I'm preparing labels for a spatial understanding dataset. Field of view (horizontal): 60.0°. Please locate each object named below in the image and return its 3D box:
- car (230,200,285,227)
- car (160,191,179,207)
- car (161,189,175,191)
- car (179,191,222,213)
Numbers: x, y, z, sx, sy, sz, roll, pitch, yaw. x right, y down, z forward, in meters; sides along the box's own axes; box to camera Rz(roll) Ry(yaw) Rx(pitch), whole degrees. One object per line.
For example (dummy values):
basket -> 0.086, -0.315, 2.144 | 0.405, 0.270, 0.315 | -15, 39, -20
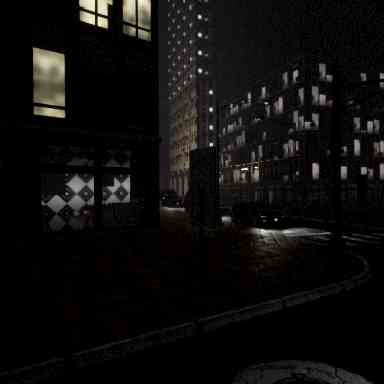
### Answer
car -> 4.094, 1.316, 21.545 | 1.837, 1.490, 4.892 | -1, 1, -19
car -> -2.416, 1.036, 40.672 | 1.837, 1.490, 4.892 | -1, 1, -18
car -> -4.068, 0.537, 54.633 | 2.150, 2.045, 5.566 | -1, 1, -18
car -> 0.886, 0.895, 30.947 | 2.150, 2.045, 5.566 | -1, 1, -19
